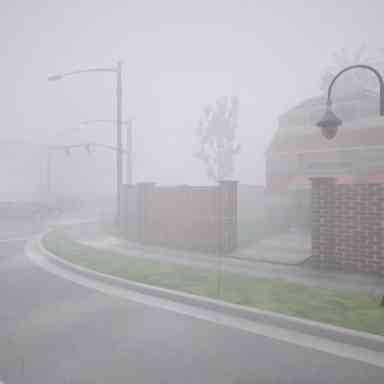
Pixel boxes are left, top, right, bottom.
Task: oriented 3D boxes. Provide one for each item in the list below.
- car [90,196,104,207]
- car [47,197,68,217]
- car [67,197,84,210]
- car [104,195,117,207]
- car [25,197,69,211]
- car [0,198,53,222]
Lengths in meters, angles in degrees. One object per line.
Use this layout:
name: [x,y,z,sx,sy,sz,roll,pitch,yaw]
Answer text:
car: [-12.321,1.268,47.977,1.837,1.490,4.892,0,1,37]
car: [-13.574,1.440,28.559,1.837,1.490,4.892,0,0,37]
car: [-14.990,1.373,38.642,1.837,1.490,4.892,0,1,36]
car: [-9.412,1.285,46.028,1.812,1.442,4.674,0,1,37]
car: [-17.720,1.397,40.829,1.812,1.442,4.674,0,1,37]
car: [-12.928,1.435,23.606,1.882,1.535,5.008,0,0,37]
